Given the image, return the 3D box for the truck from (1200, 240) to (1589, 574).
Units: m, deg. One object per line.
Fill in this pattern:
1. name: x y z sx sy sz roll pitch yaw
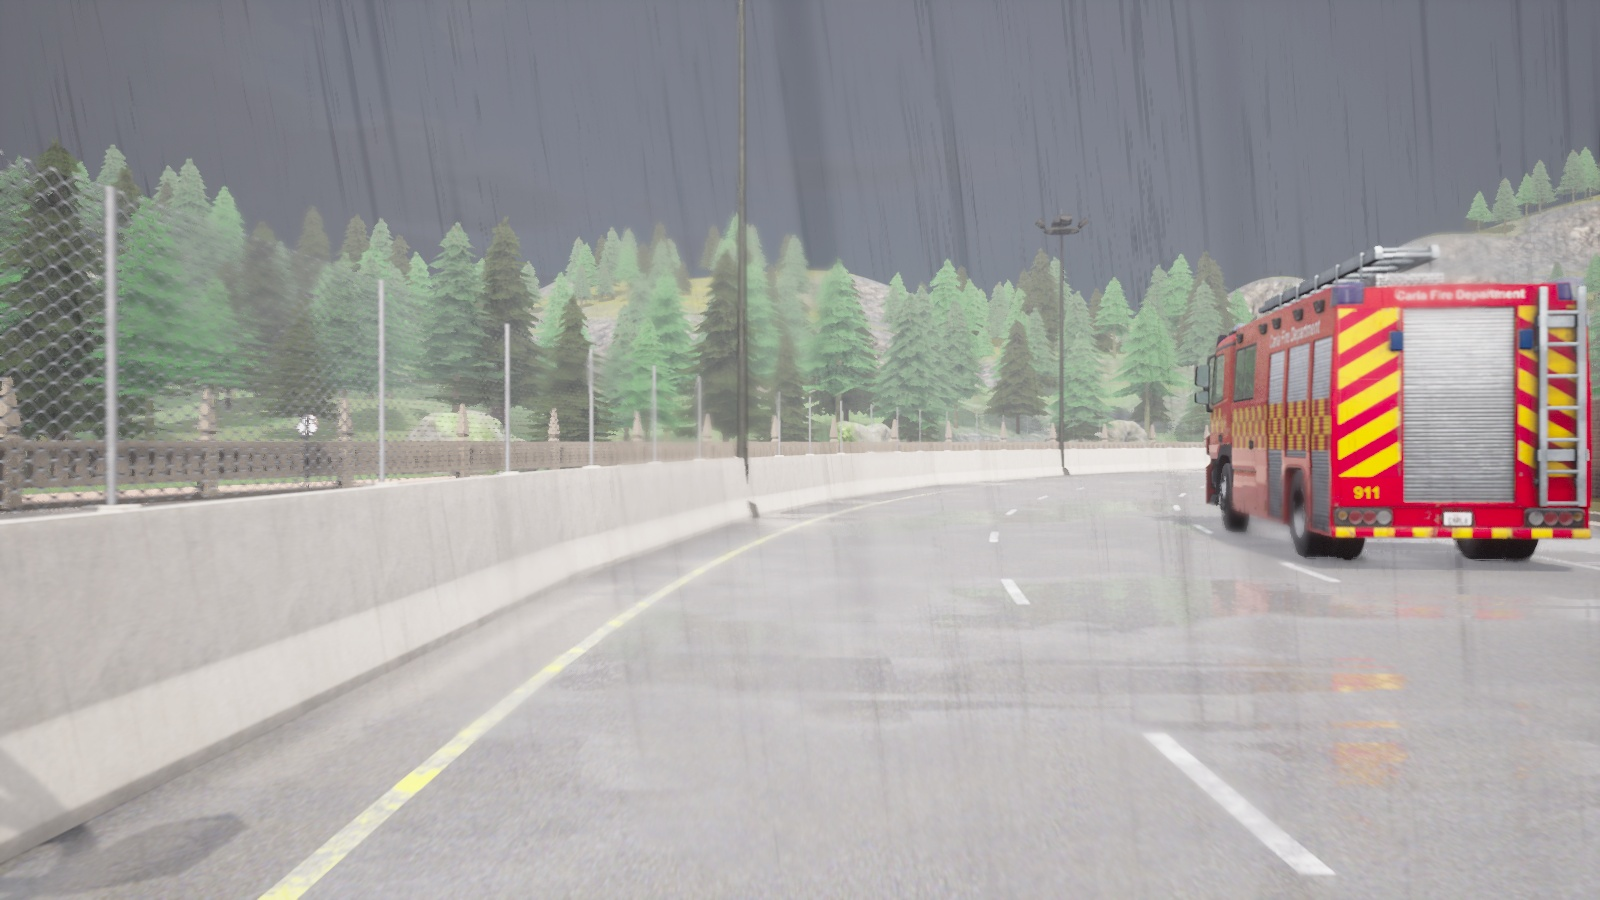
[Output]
1. truck: 8.208 -0.517 18.773 2.891 3.827 8.468 0 0 8
